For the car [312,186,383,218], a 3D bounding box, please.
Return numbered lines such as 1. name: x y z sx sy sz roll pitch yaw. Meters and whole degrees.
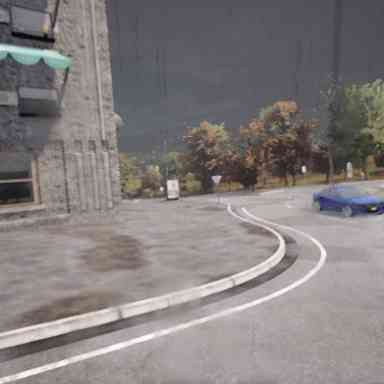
1. car: 8.755 0.448 19.093 1.882 1.535 5.008 -5 3 -7
